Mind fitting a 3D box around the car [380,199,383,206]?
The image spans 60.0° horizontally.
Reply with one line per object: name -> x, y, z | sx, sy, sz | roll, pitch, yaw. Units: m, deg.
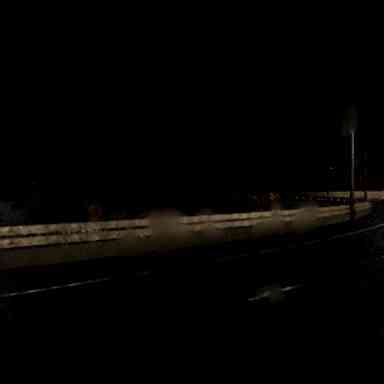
car -> 35.580, 1.799, 60.277 | 2.128, 1.511, 4.902 | 0, 0, 17
